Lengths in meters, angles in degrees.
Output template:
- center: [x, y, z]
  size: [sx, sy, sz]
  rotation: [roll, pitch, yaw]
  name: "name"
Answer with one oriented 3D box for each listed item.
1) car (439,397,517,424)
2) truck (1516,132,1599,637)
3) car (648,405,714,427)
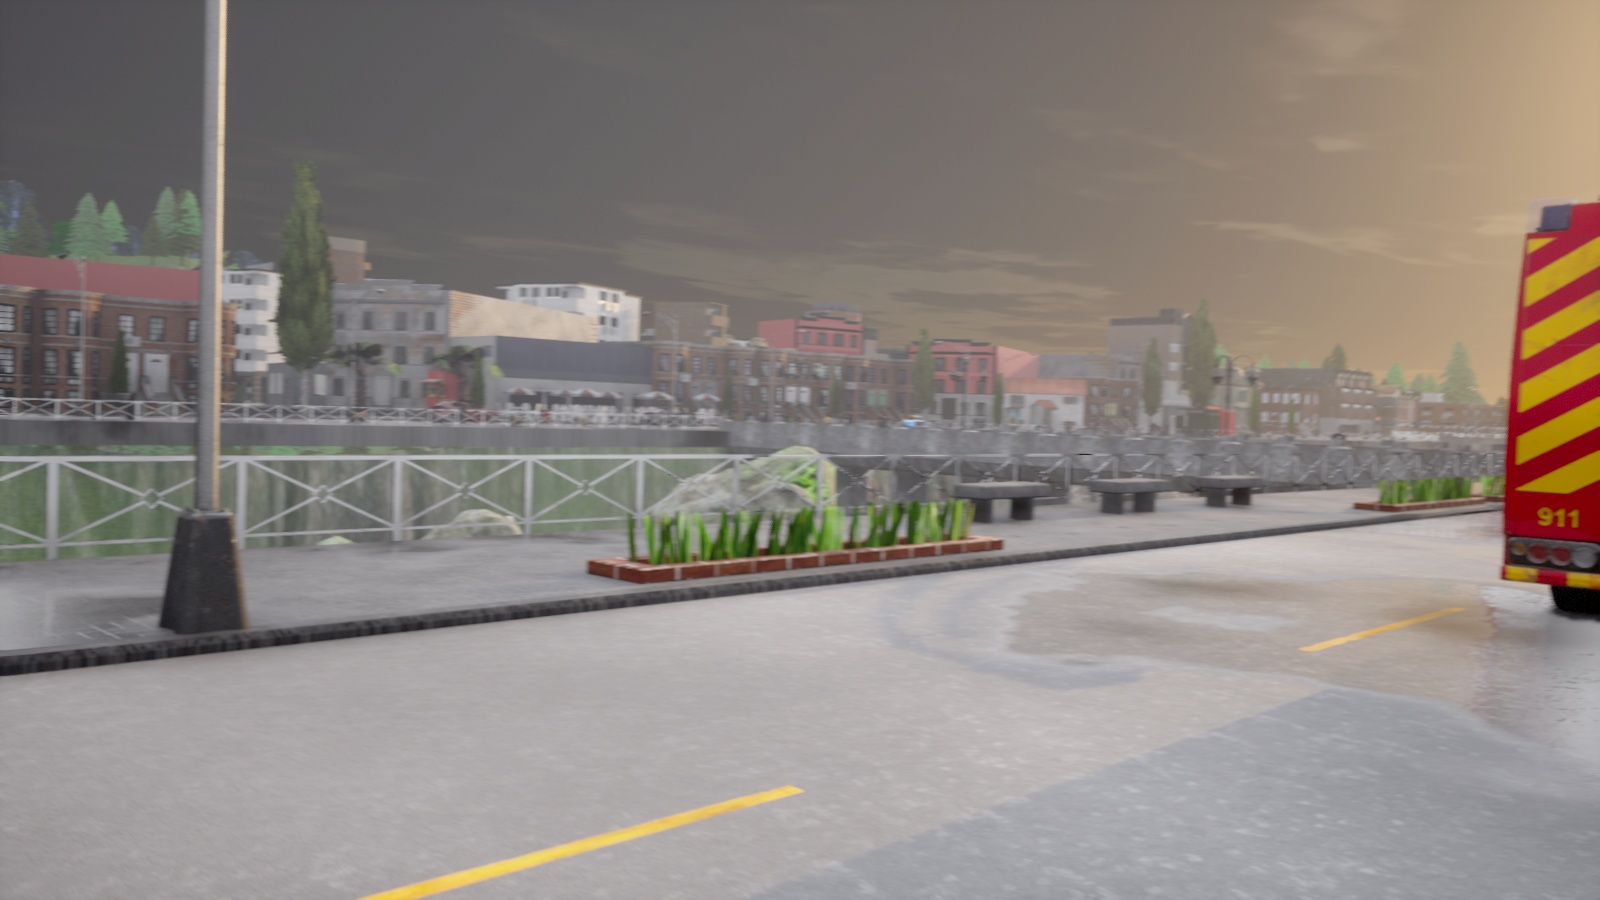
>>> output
- center: [-19.339, -2.347, 75.530]
  size: [4.193, 1.474, 1.816]
  rotation: [0, 3, -45]
  name: "car"
- center: [9.750, -0.454, 11.841]
  size: [8.468, 3.827, 2.891]
  rotation: [0, 3, -45]
  name: "truck"
- center: [-8.209, -2.309, 86.631]
  size: [4.181, 1.385, 1.994]
  rotation: [0, 3, -45]
  name: "car"
